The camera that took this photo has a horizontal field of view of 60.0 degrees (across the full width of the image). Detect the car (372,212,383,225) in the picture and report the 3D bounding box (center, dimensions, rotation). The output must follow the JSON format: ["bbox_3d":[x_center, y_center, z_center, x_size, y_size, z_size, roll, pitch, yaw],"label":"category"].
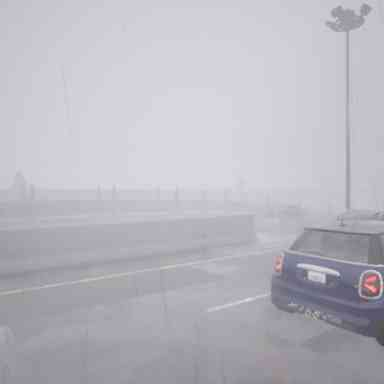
[{"bbox_3d":[22.111,3.081,36.834,4.718,1.301,1.895,8,-5,-35],"label":"car"}]

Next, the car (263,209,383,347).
[{"bbox_3d":[3.648,1.311,6.348,4.553,1.767,2.097,0,0,-35],"label":"car"}]

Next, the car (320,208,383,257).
[{"bbox_3d":[7.374,1.450,13.306,4.892,1.490,1.837,1,0,-35],"label":"car"}]

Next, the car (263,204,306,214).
[{"bbox_3d":[8.920,1.869,31.748,4.892,1.490,1.837,5,-3,-35],"label":"car"}]
